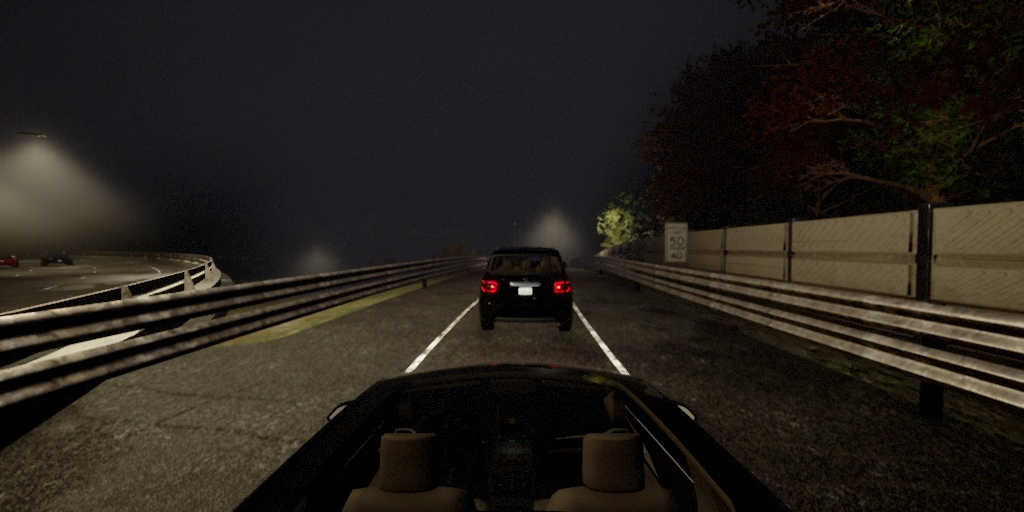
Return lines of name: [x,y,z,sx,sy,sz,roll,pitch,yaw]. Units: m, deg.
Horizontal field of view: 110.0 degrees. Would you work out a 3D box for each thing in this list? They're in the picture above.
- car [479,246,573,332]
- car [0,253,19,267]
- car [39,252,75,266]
car: [0.411,0.741,10.135,2.150,2.045,5.566,0,2,3]
car: [-49.035,0.403,34.314,4.181,1.385,1.994,1,2,31]
car: [-47.569,0.278,37.484,4.674,1.442,1.812,1,2,34]
